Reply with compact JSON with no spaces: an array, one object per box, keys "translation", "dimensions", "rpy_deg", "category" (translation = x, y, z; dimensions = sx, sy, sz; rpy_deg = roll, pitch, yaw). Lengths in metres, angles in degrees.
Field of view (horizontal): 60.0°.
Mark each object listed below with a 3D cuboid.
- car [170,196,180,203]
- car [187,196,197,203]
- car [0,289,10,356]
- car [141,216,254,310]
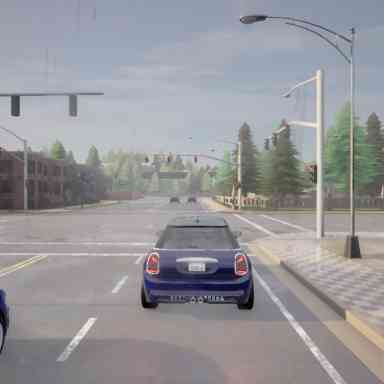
[{"translation":[-3.495,1.505,68.307],"dimensions":[1.837,1.490,4.892],"rpy_deg":[0,0,0],"category":"car"},{"translation":[0.005,1.505,68.306],"dimensions":[1.837,1.490,4.892],"rpy_deg":[0,0,0],"category":"car"},{"translation":[-3.442,1.478,2.563],"dimensions":[1.882,1.535,5.008],"rpy_deg":[0,0,0],"category":"car"},{"translation":[0.155,1.352,8.018],"dimensions":[2.097,1.767,4.553],"rpy_deg":[0,0,2],"category":"car"}]
